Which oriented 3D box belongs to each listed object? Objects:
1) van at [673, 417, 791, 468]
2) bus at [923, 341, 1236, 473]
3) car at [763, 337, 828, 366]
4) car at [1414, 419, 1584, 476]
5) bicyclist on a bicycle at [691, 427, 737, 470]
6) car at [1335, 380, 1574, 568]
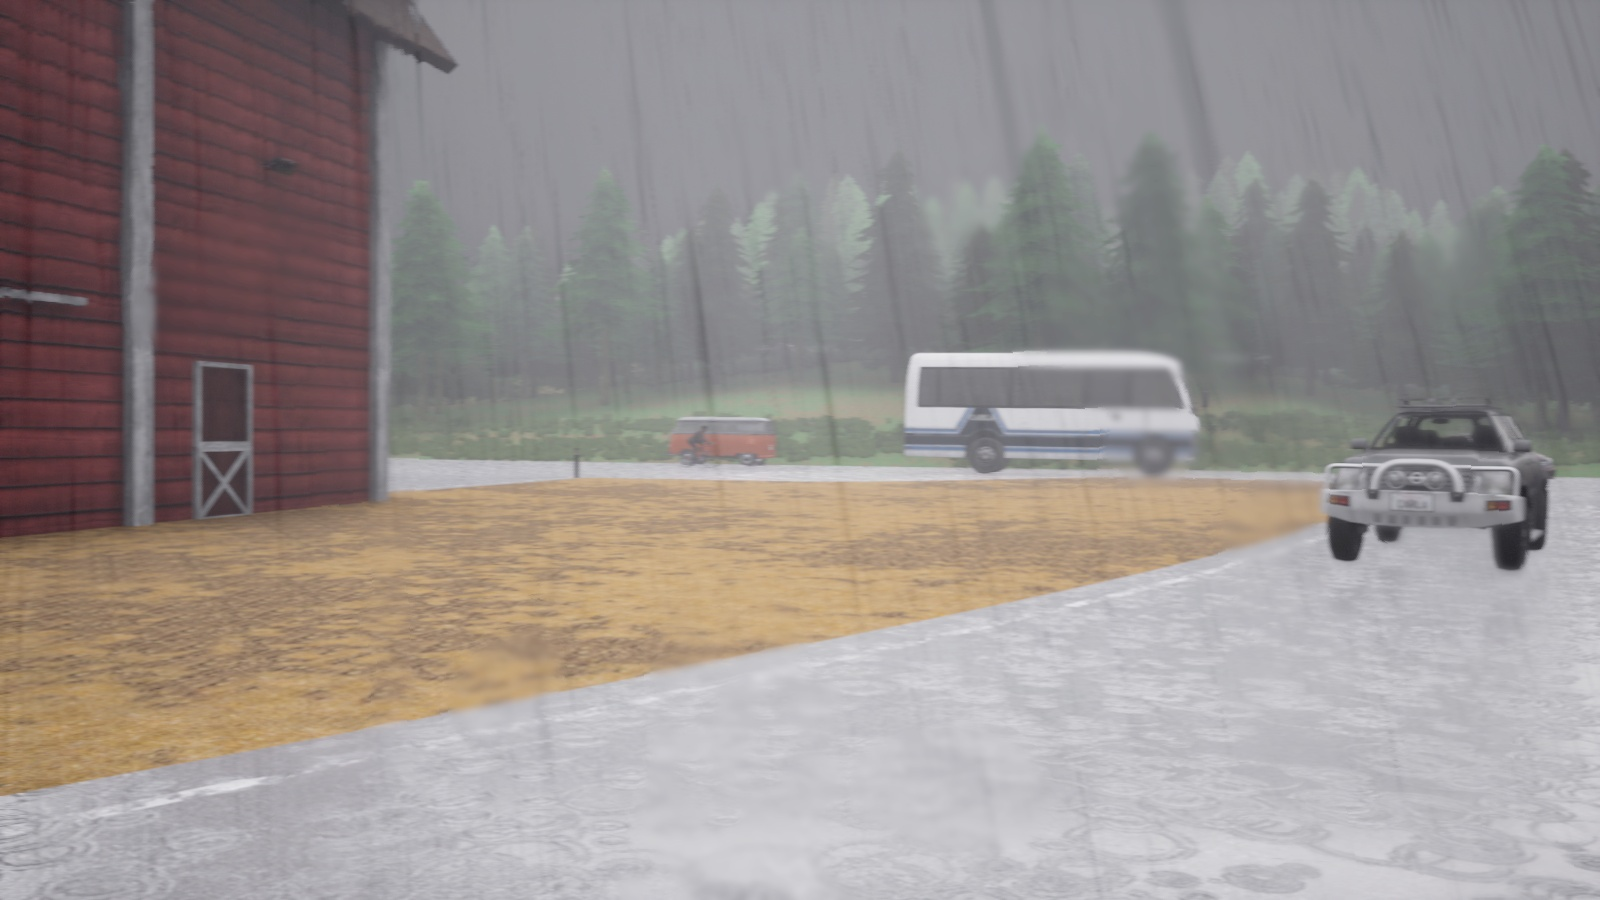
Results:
[{"bbox_3d":[-2.758,-0.308,51.166,4.442,1.987,1.775,0,1,16],"label":"van"},{"bbox_3d":[9.732,-1.449,44.023,10.273,4.253,3.944,0,1,16],"label":"bus"},{"bbox_3d":[-0.345,-7.650,97.740,4.611,1.667,2.242,-6,-2,42],"label":"car"},{"bbox_3d":[19.342,-0.067,35.039,1.812,1.442,4.674,-1,0,-5],"label":"car"},{"bbox_3d":[-3.271,-0.050,47.680,1.656,1.620,0.582,0,1,16],"label":"bicyclist on a bicycle"},{"bbox_3d":[7.849,0.191,14.812,1.932,1.855,4.605,0,1,35],"label":"car"}]
